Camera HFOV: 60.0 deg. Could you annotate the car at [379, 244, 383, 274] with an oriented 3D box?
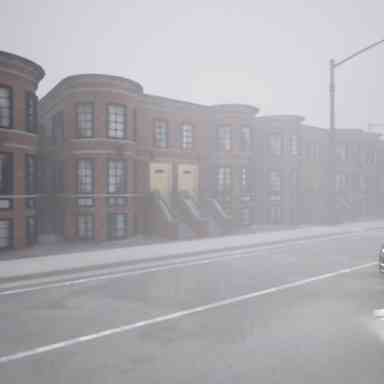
[{"bbox_3d":[6.871,1.451,8.883,4.902,1.511,2.128,0,0,-35],"label":"car"}]
